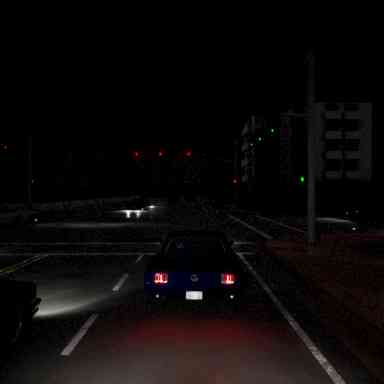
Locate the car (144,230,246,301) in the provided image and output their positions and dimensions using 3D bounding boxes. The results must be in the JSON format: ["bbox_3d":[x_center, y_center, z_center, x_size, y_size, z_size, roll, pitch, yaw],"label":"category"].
[{"bbox_3d":[0.114,1.601,8.291,1.895,1.301,4.718,0,0,2],"label":"car"}]

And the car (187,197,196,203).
[{"bbox_3d":[-0.147,1.601,67.360,1.895,1.301,4.718,0,0,0],"label":"car"}]

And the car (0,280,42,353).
[{"bbox_3d":[-3.452,1.547,3.087,2.033,1.411,5.357,0,0,0],"label":"car"}]

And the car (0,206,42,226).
[{"bbox_3d":[-12.820,1.601,22.611,4.718,1.301,1.895,0,0,-1],"label":"car"}]

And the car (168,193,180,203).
[{"bbox_3d":[-3.647,1.221,67.338,2.150,2.045,5.566,0,0,0],"label":"car"}]

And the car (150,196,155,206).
[{"bbox_3d":[-7.192,1.506,55.086,1.837,1.490,4.892,0,0,0],"label":"car"}]

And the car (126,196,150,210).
[{"bbox_3d":[-7.178,1.547,43.300,2.033,1.411,5.357,0,0,0],"label":"car"}]

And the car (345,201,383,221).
[{"bbox_3d":[15.001,1.505,27.013,4.892,1.490,1.837,0,0,-2],"label":"car"}]
